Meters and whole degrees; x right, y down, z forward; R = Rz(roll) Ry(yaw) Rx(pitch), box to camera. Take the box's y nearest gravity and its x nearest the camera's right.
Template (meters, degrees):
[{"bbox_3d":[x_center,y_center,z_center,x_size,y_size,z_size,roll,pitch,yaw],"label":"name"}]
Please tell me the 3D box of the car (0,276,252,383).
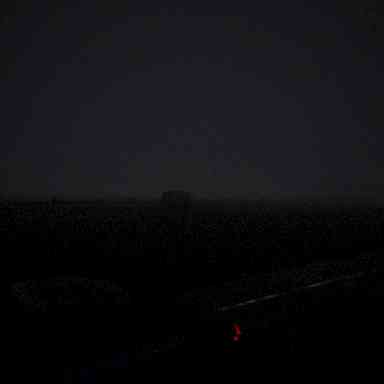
[{"bbox_3d":[-1.465,1.566,2.928,4.181,1.385,1.994,0,0,-35],"label":"car"}]
